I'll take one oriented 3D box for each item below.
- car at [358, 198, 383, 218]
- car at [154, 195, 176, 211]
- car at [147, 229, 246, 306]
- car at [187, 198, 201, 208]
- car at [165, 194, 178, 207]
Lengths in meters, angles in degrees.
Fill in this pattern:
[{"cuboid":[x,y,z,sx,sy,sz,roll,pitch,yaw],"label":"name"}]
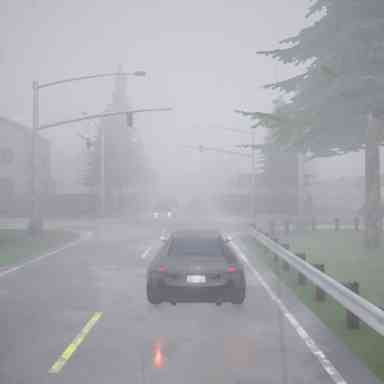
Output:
[{"cuboid":[16.062,1.254,25.971,5.566,2.045,2.150,0,0,0],"label":"car"},{"cuboid":[-3.435,1.553,41.510,1.882,1.535,5.008,0,0,0],"label":"car"},{"cuboid":[0.097,1.579,8.137,1.994,1.385,4.181,0,0,1],"label":"car"},{"cuboid":[0.293,1.584,50.788,2.128,1.511,4.902,0,0,0],"label":"car"},{"cuboid":[-3.391,1.316,52.167,2.150,2.045,5.566,0,0,0],"label":"car"}]
